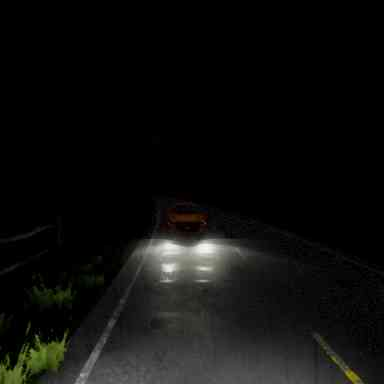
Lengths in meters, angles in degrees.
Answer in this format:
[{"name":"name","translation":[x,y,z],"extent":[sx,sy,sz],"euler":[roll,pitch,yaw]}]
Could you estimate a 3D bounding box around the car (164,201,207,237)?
[{"name":"car","translation":[-0.343,1.243,16.824],"extent":[1.882,1.535,5.008],"euler":[0,1,-4]}]
